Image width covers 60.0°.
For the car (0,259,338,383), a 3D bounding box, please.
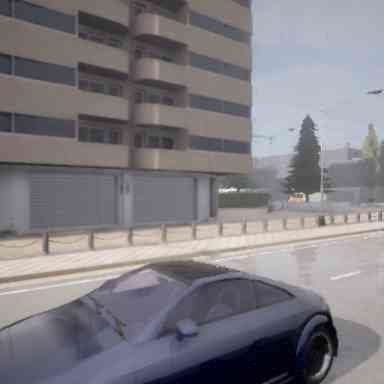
[{"bbox_3d":[-0.212,1.565,3.818,4.181,1.385,1.994,0,0,-35],"label":"car"}]
